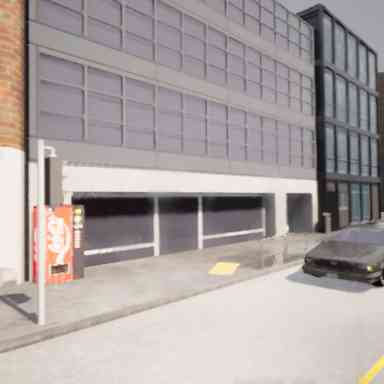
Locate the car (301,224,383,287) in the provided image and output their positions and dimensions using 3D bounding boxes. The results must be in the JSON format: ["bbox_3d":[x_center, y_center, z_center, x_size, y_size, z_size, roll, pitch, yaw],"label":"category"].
[{"bbox_3d":[5.374,1.697,10.048,5.357,1.411,2.033,0,-2,-44],"label":"car"}]
